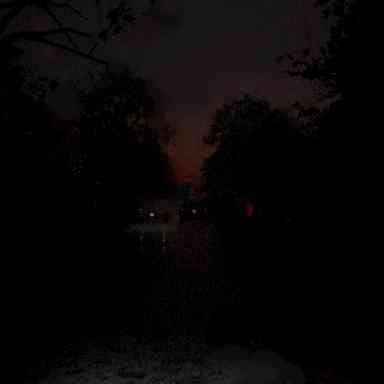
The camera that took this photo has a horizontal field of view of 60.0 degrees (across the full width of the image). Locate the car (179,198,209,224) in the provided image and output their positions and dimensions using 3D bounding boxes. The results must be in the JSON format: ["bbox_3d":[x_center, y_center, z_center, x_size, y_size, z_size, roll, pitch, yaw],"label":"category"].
[{"bbox_3d":[0.161,1.361,24.925,2.097,1.767,4.553,0,0,0],"label":"car"}]

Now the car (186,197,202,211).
[{"bbox_3d":[0.237,1.496,43.012,1.882,1.535,5.008,0,0,0],"label":"car"}]

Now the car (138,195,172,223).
[{"bbox_3d":[-2.717,1.235,25.666,2.150,2.045,5.566,0,0,1],"label":"car"}]
